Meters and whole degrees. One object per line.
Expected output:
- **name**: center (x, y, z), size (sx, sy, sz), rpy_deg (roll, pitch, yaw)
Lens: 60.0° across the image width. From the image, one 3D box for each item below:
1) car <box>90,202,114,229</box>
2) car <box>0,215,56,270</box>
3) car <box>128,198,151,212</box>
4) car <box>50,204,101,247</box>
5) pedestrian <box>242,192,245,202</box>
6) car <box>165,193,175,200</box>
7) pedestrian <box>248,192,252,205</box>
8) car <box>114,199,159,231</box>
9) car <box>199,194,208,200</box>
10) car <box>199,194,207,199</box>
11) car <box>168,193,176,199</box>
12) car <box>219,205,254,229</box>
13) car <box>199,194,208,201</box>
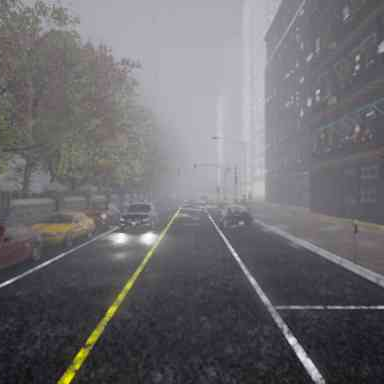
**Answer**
- **car**: center (-5.674, 1.345, 20.408), size (1.967, 1.590, 4.097), rpy_deg (0, 0, 0)
- **car**: center (-5.682, 1.537, 9.331), size (1.802, 1.307, 4.206), rpy_deg (0, 0, 0)
- **car**: center (-5.791, 1.377, 37.024), size (1.887, 1.381, 4.507), rpy_deg (0, 0, 0)
- **car**: center (-5.678, 1.456, 14.699), size (1.752, 1.417, 4.829), rpy_deg (0, 0, 0)
- **pedestrian**: center (7.167, 0.900, 46.288), size (0.375, 1.860, 0.375), rpy_deg (0, 0, 0)
- **car**: center (-5.632, 1.249, 80.574), size (1.802, 1.307, 4.206), rpy_deg (0, 0, 0)
- **pedestrian**: center (8.169, 0.839, 46.887), size (0.375, 1.860, 0.375), rpy_deg (0, 0, 0)
- **car**: center (-3.086, 1.412, 20.068), size (1.837, 1.490, 4.892), rpy_deg (0, 0, 0)
- **car**: center (2.749, 1.234, 80.568), size (1.947, 1.339, 4.313), rpy_deg (0, 0, 0)
- **car**: center (2.753, 1.215, 86.201), size (1.947, 1.339, 4.313), rpy_deg (0, 0, 0)
- **car**: center (-5.623, 1.070, 91.839), size (1.967, 1.590, 4.097), rpy_deg (0, 0, 0)
- **car**: center (2.706, 1.457, 20.404), size (2.008, 1.369, 4.403), rpy_deg (0, 0, 0)
- **car**: center (2.744, 1.254, 74.936), size (1.947, 1.339, 4.313), rpy_deg (0, 0, 0)
